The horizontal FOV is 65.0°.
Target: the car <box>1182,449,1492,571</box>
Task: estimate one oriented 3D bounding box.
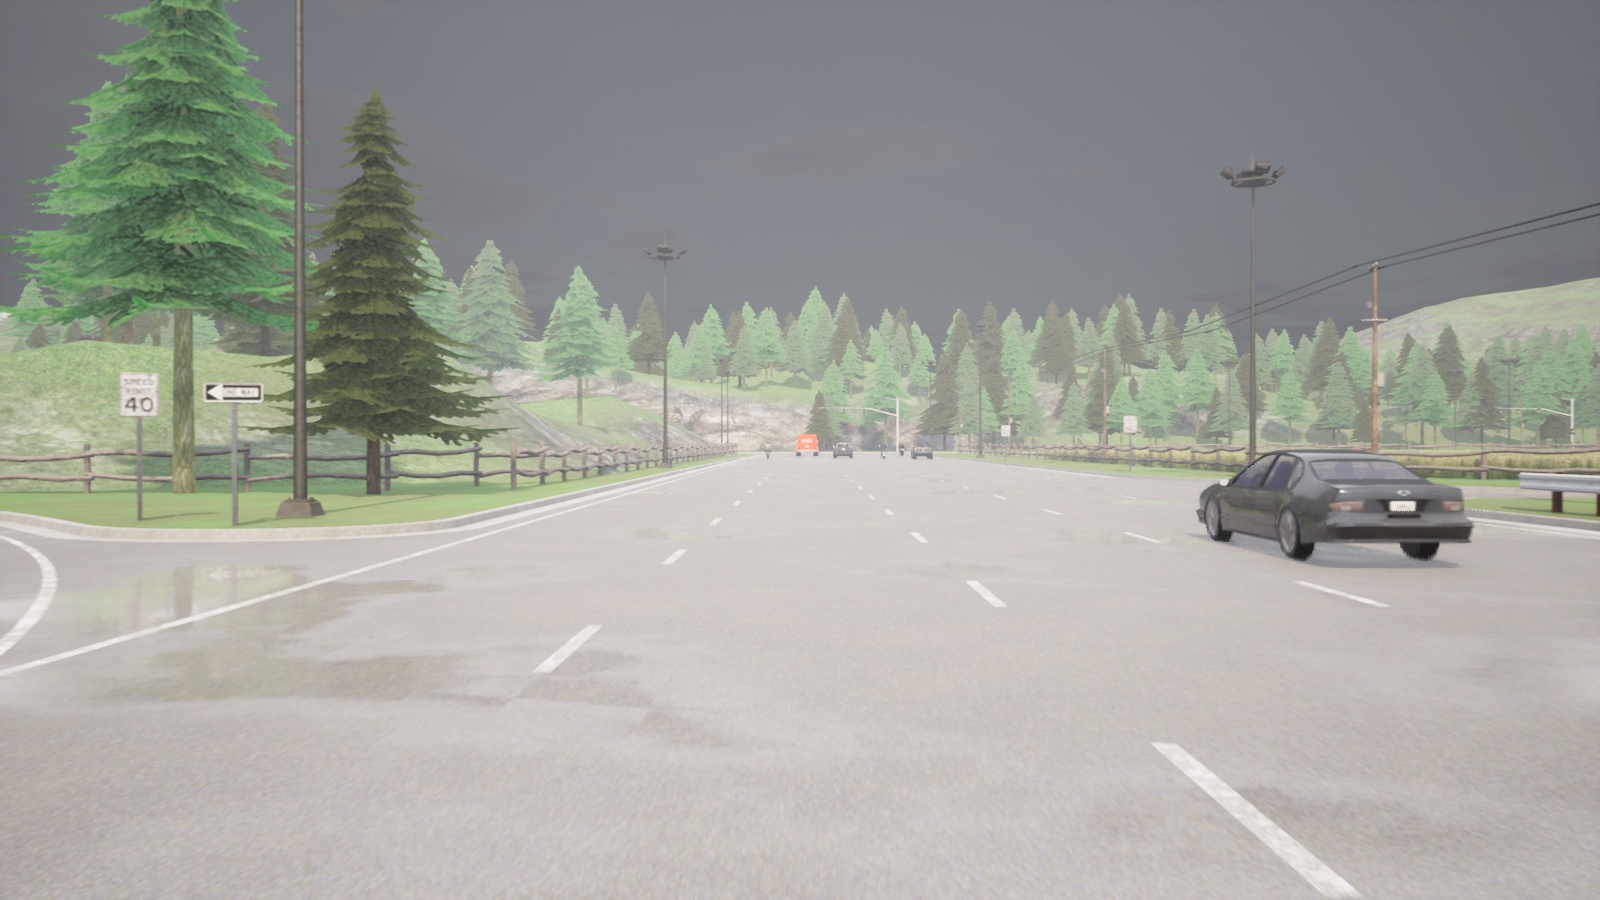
[{"bbox_3d":[7.114,0.702,17.419,2.033,1.411,5.357,0,0,0],"label":"car"}]
